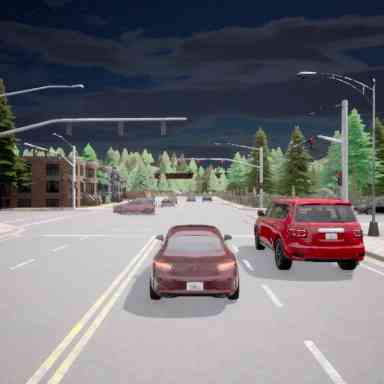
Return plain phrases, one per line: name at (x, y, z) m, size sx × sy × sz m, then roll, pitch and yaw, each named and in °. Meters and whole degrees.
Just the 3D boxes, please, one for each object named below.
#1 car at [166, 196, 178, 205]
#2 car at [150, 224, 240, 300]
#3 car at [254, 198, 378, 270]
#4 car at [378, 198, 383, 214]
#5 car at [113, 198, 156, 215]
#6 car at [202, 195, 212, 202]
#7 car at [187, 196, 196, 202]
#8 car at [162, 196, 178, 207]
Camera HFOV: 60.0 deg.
car at (-3.653, 1.505, 62.021) m, size 1.837 × 1.490 × 4.892 m, roll 0°, pitch 0°, yaw 0°
car at (0.049, 1.526, 8.266) m, size 1.812 × 1.442 × 4.674 m, roll 0°, pitch 0°, yaw 0°
car at (3.557, 1.221, 11.146) m, size 2.150 × 2.045 × 5.566 m, roll 0°, pitch 0°, yaw 0°
car at (18.273, 1.352, 32.531) m, size 4.553 × 1.767 × 2.097 m, roll 0°, pitch 0°, yaw 0°
car at (-5.656, 1.564, 32.868) m, size 4.181 × 1.385 × 1.994 m, roll 0°, pitch 0°, yaw 1°
car at (3.382, 1.355, 74.428) m, size 2.097 × 1.767 × 4.553 m, roll 0°, pitch 0°, yaw 0°
car at (-0.125, 1.553, 74.657) m, size 1.994 × 1.385 × 4.181 m, roll 0°, pitch 0°, yaw 0°
car at (-3.648, 1.601, 51.734) m, size 1.895 × 1.301 × 4.718 m, roll 0°, pitch 0°, yaw 0°
